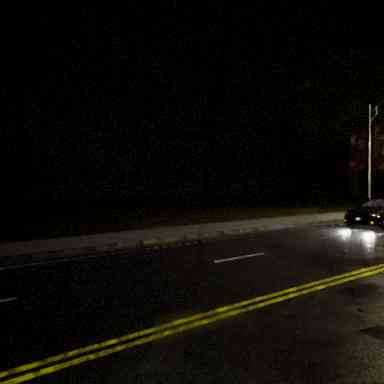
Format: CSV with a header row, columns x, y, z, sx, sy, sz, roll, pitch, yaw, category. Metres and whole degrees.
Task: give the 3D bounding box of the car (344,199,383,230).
x,y,z,sx,sy,sz,roll,pitch,yaw,category
9.789,1.059,17.045,4.181,1.385,1.994,-2,1,-28,car
